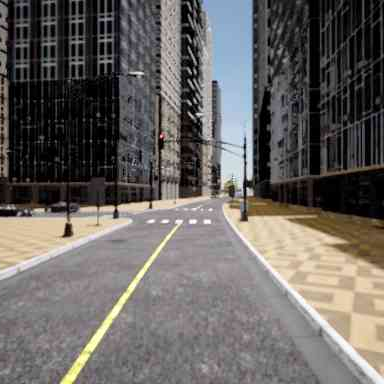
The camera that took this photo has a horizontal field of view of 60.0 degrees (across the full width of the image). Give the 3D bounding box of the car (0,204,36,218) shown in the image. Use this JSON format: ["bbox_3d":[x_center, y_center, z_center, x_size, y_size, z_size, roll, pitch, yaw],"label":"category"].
[{"bbox_3d":[-17.276,1.819,32.050,4.403,1.369,2.008,-1,0,11],"label":"car"}]

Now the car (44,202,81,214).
[{"bbox_3d":[-15.668,1.862,40.274,4.403,1.369,2.008,-1,1,11],"label":"car"}]
